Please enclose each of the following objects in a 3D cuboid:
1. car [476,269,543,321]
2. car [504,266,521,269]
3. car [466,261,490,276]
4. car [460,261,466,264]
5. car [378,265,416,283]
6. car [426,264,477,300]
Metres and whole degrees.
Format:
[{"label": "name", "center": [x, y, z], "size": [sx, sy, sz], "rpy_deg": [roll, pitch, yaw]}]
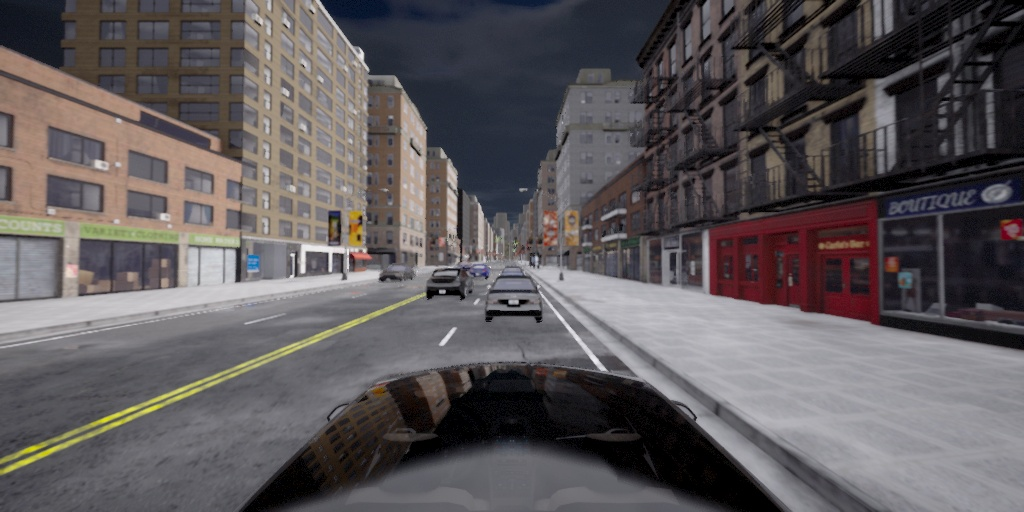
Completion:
[{"label": "car", "center": [0.066, 1.376, 12.748], "size": [2.033, 1.411, 5.357], "rpy_deg": [0, 0, 0]}, {"label": "car", "center": [0.046, 1.480, 27.719], "size": [2.033, 1.411, 5.357], "rpy_deg": [0, 0, 1]}, {"label": "car", "center": [-3.151, 1.510, 35.262], "size": [1.812, 1.442, 4.674], "rpy_deg": [0, 0, 0]}, {"label": "car", "center": [-6.582, 1.672, 47.622], "size": [1.895, 1.301, 4.718], "rpy_deg": [0, 0, 0]}, {"label": "car", "center": [-9.845, 1.503, 31.226], "size": [2.033, 1.411, 5.357], "rpy_deg": [0, 0, 0]}, {"label": "car", "center": [-3.158, 1.376, 18.731], "size": [1.837, 1.490, 4.892], "rpy_deg": [0, 0, 0]}]
